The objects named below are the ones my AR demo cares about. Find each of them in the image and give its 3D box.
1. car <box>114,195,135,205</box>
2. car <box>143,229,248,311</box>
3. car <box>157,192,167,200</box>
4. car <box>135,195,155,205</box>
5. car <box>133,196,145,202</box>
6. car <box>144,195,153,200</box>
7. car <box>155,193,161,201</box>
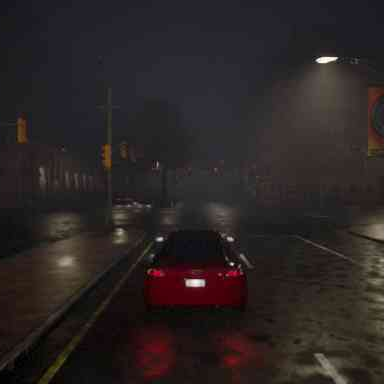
[{"bbox_3d":[-11.587,1.315,57.820,2.097,1.767,4.553,0,0,0],"label":"car"},{"bbox_3d":[0.072,1.559,7.814,1.994,1.385,4.181,0,0,0],"label":"car"},{"bbox_3d":[-8.033,1.160,88.375,2.150,2.045,5.566,0,0,0],"label":"car"},{"bbox_3d":[-8.089,1.467,57.831,1.837,1.490,4.892,0,0,0],"label":"car"},{"bbox_3d":[-11.527,1.548,72.894,1.895,1.301,4.718,0,0,0],"label":"car"},{"bbox_3d":[-11.533,1.488,88.166,1.994,1.385,4.181,0,0,0],"label":"car"},{"bbox_3d":[-8.027,1.453,72.951,1.837,1.490,4.892,0,0,0],"label":"car"}]
